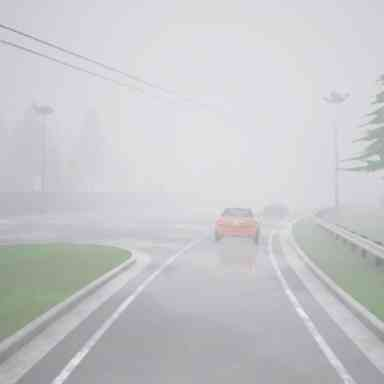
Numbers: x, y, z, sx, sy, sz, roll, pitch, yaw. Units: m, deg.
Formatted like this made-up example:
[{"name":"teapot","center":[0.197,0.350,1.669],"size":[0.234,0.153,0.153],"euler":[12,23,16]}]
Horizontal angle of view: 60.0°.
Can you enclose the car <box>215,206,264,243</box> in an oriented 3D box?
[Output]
[{"name":"car","center":[2.531,1.529,17.546],"size":[2.097,1.767,4.553],"euler":[0,-1,13]}]

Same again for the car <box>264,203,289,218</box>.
[{"name":"car","center":[8.791,1.840,34.539],"size":[1.882,1.535,5.008],"euler":[0,-1,25]}]
